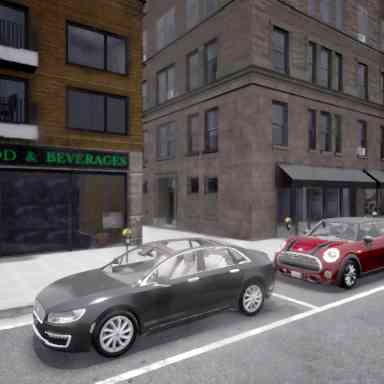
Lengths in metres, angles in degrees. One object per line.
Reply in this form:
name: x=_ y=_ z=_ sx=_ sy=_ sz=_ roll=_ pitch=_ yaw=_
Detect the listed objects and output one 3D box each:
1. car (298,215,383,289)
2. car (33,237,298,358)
car: x=4.108 y=1.443 z=9.090 sx=4.097 sy=1.590 sz=1.967 roll=0 pitch=0 yaw=-35
car: x=-0.395 y=1.551 z=5.899 sx=4.403 sy=1.369 sz=2.008 roll=0 pitch=0 yaw=-35
